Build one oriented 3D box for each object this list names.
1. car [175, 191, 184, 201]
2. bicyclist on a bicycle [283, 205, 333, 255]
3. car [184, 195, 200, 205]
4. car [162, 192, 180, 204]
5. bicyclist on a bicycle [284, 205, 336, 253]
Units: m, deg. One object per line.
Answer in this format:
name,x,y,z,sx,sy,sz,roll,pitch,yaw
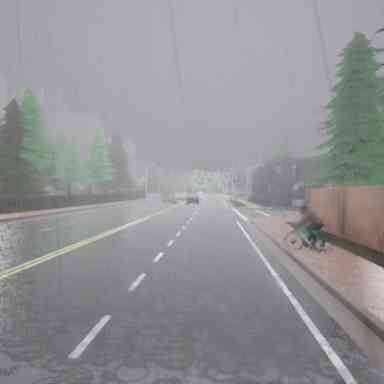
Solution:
car,-2.377,1.062,68.367,1.882,1.535,5.008,1,0,4
bicyclist on a bicycle,3.990,1.322,11.448,1.656,1.620,0.582,2,0,24
car,0.214,1.195,53.738,1.882,1.535,5.008,1,0,4
car,-3.532,1.209,52.817,1.994,1.385,4.181,1,0,4
bicyclist on a bicycle,4.270,1.323,12.120,1.656,1.620,0.582,2,0,11
